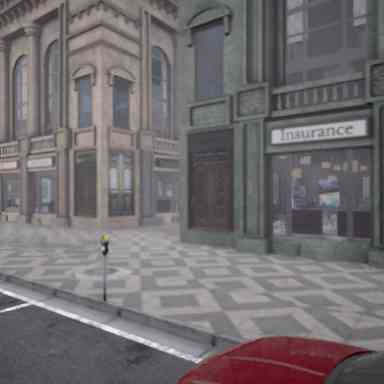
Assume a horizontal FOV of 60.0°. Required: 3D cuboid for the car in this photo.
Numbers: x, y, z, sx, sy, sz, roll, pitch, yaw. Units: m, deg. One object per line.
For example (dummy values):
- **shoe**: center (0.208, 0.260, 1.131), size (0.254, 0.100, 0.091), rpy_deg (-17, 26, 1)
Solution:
- **car**: center (1.847, 1.545, 1.650), size (4.507, 1.381, 1.887), rpy_deg (0, 0, 36)
